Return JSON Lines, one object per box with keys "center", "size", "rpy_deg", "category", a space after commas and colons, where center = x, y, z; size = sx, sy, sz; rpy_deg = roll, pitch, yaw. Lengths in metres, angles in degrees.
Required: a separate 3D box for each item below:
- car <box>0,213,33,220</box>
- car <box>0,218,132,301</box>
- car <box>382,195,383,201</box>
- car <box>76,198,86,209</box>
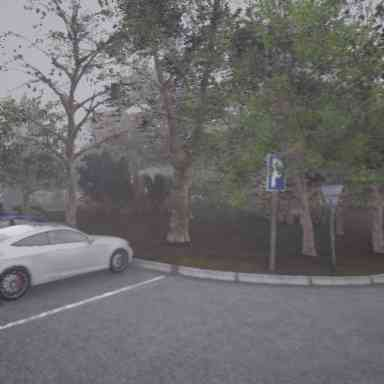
{"center": [-6.166, 1.468, 10.219], "size": [2.097, 1.535, 5.008], "rpy_deg": [0, 0, 35], "category": "car"}
{"center": [-3.607, 1.512, 8.384], "size": [2.002, 1.452, 4.674], "rpy_deg": [0, 0, 35], "category": "car"}
{"center": [22.460, 0.487, 43.838], "size": [2.150, 2.045, 5.566], "rpy_deg": [0, 0, -45], "category": "car"}
{"center": [-11.936, 0.935, 40.763], "size": [2.150, 2.045, 5.566], "rpy_deg": [-3, -1, 35], "category": "car"}
